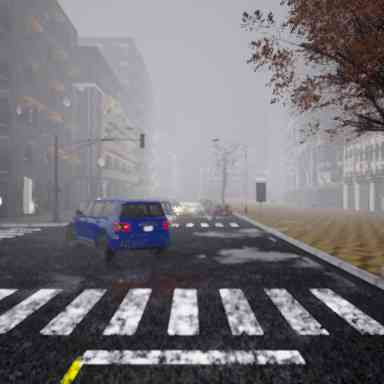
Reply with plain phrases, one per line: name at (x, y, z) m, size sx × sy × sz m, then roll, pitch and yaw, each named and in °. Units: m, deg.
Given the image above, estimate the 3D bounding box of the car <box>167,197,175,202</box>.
car at (-5.664, 1.954, 91.109) m, size 2.008 × 1.369 × 4.403 m, roll 0°, pitch 0°, yaw 0°

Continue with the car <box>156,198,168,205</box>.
car at (-5.671, 1.845, 63.446) m, size 1.802 × 1.307 × 4.206 m, roll 0°, pitch 0°, yaw 0°

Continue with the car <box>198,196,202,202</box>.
car at (2.711, 1.815, 69.147) m, size 1.752 × 1.417 × 4.829 m, roll 0°, pitch 0°, yaw 0°

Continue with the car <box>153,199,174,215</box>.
car at (-3.086, 1.619, 36.833) m, size 1.882 × 1.535 × 5.008 m, roll 0°, pitch 0°, yaw 0°

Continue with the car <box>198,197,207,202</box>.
car at (2.715, 1.924, 85.575) m, size 2.008 × 1.369 × 4.403 m, roll 0°, pitch 0°, yaw 0°

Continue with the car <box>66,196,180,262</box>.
car at (-2.962, 1.265, 12.654) m, size 2.150 × 2.045 × 5.566 m, roll 2°, pitch -1°, yaw -36°

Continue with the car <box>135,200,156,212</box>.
car at (-5.677, 1.712, 41.317) m, size 2.008 × 1.369 × 4.403 m, roll 0°, pitch 0°, yaw 0°

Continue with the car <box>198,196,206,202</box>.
car at (2.716, 1.843, 91.107) m, size 1.967 × 1.590 × 4.097 m, roll 0°, pitch 0°, yaw 0°

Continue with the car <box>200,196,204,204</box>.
car at (2.708, 1.819, 57.911) m, size 1.802 × 1.307 × 4.206 m, roll 0°, pitch 0°, yaw 0°

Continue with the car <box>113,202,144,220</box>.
car at (-5.680, 1.664, 30.251) m, size 2.008 × 1.369 × 4.403 m, roll 0°, pitch 0°, yaw 0°

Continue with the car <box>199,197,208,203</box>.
car at (2.714, 1.889, 80.042) m, size 1.887 × 1.381 × 4.507 m, roll 0°, pitch 0°, yaw 0°

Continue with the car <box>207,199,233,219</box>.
car at (2.700, 1.658, 30.248) m, size 1.887 × 1.381 × 4.507 m, roll 0°, pitch 0°, yaw 0°

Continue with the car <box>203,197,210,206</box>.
car at (2.703, 1.687, 41.484) m, size 1.752 × 1.417 × 4.829 m, roll 0°, pitch 0°, yaw 0°

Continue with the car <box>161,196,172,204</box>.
car at (-5.668, 1.756, 74.513) m, size 1.967 × 1.590 × 4.097 m, roll 0°, pitch 0°, yaw 0°

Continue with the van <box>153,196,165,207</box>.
van at (-5.672, 1.578, 57.915) m, size 1.690 × 1.788 × 3.998 m, roll 0°, pitch 0°, yaw 0°
